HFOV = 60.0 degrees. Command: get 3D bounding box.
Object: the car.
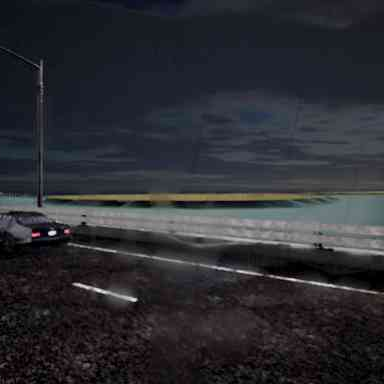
[{"bbox_3d":[-7.027,1.507,13.351,5.357,1.411,2.033,0,0,36],"label":"car"}]
